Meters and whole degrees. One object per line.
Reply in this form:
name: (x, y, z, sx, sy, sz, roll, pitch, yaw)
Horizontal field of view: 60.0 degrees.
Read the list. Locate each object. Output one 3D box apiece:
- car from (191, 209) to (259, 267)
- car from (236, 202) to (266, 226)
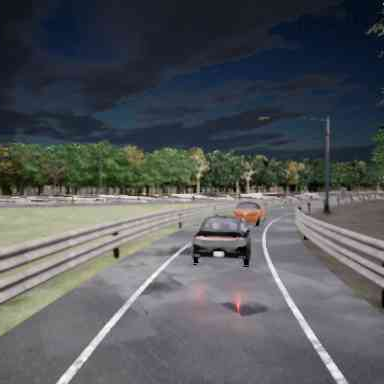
car: (1.176, 1.600, 11.979, 2.128, 1.511, 4.902, 0, 0, 10)
car: (4.541, 1.597, 26.180, 2.097, 1.767, 4.553, 0, 0, 18)
